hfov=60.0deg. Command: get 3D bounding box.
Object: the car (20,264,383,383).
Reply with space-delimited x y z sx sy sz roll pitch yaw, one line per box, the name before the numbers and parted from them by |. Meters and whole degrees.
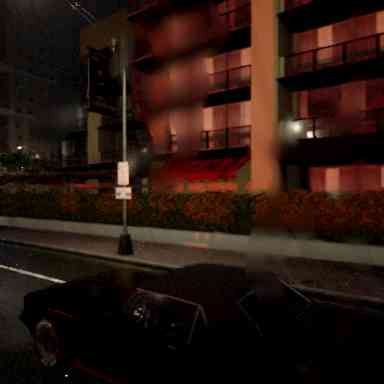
car | -0.082 1.607 4.080 4.718 1.301 1.895 0 0 35
